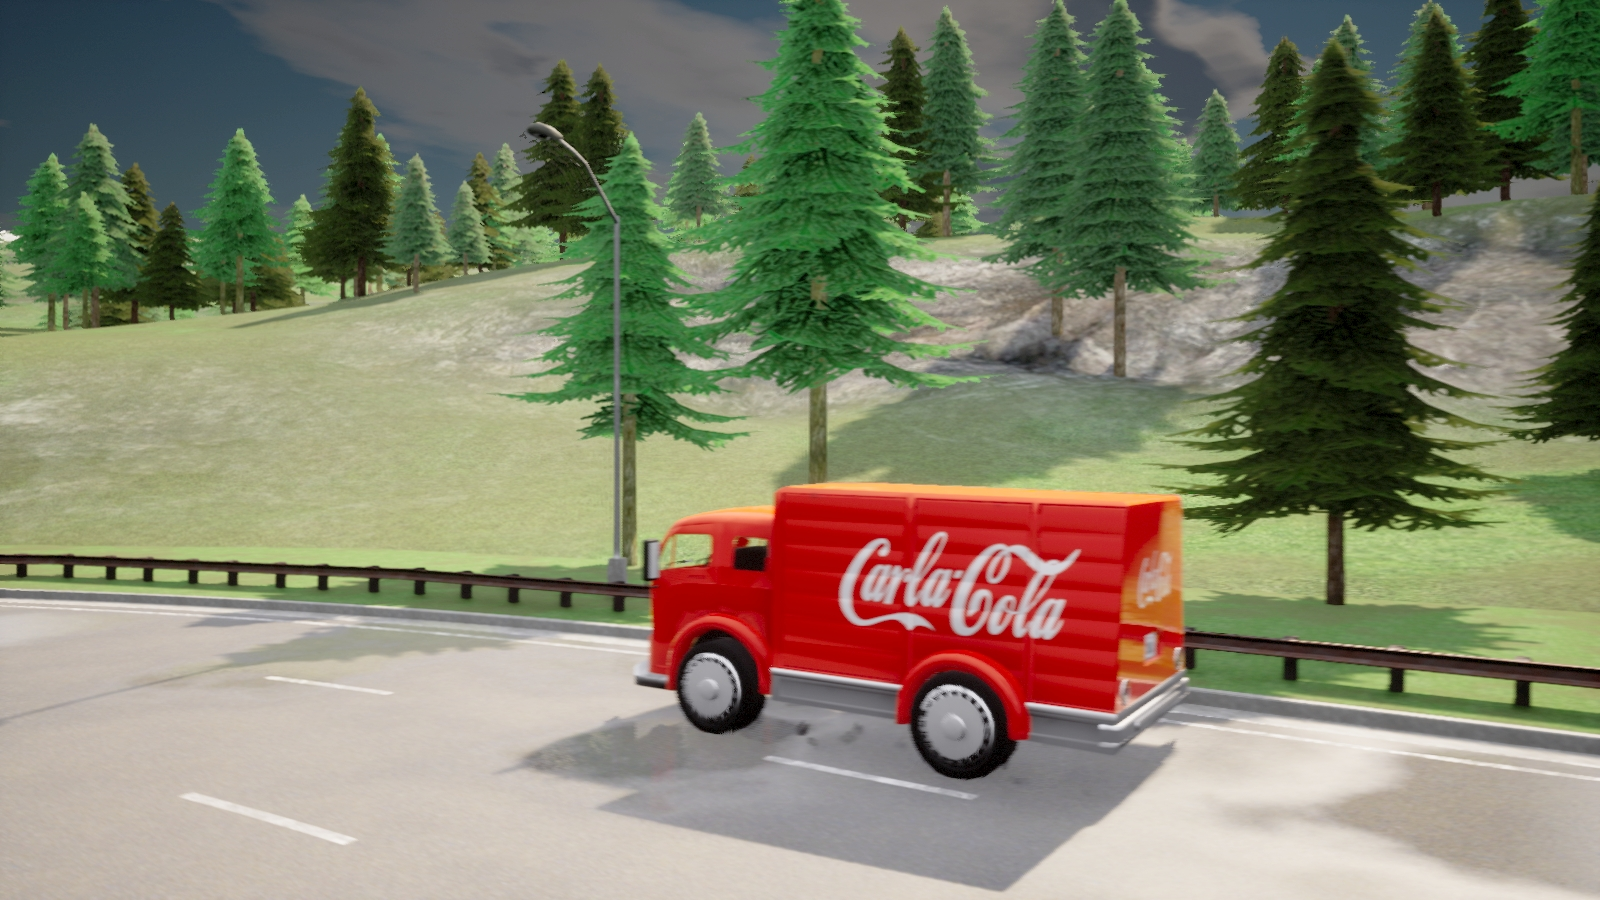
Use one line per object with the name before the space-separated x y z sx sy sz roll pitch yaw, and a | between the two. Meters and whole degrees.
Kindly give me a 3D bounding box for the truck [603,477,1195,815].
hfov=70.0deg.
truck | 0.927 1.581 11.371 5.204 2.467 2.627 1 0 31
